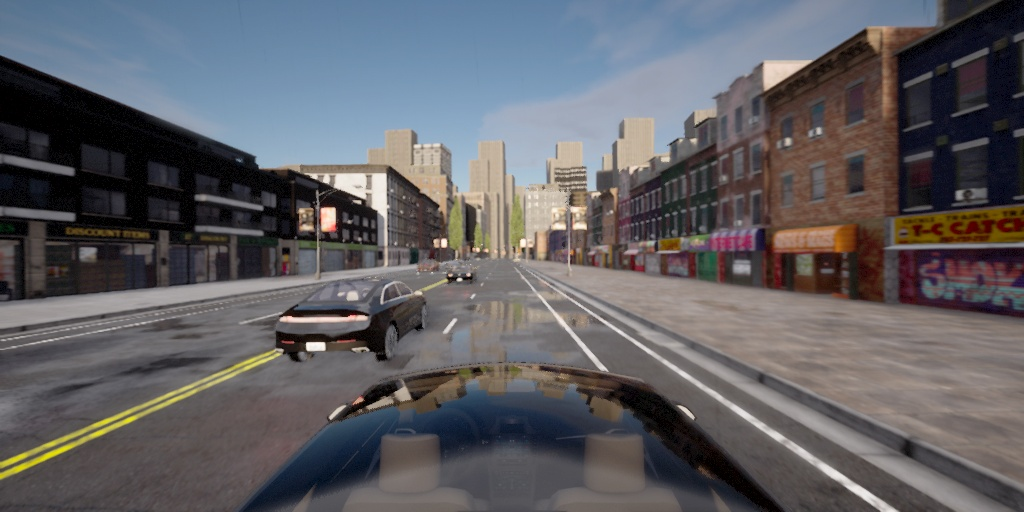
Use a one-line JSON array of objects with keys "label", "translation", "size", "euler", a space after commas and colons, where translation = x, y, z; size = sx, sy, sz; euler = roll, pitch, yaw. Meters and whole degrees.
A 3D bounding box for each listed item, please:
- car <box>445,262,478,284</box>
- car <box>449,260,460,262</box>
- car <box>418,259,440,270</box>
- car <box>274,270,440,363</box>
[{"label": "car", "translation": [-3.639, 1.334, 26.811], "size": [1.895, 1.301, 4.718], "euler": [-1, 0, -1]}, {"label": "car", "translation": [-7.400, 1.292, 46.179], "size": [1.812, 1.442, 4.674], "euler": [-1, 0, -1]}, {"label": "car", "translation": [-10.651, 1.197, 46.139], "size": [2.097, 1.767, 4.553], "euler": [-1, 0, -1]}, {"label": "car", "translation": [-3.249, 1.258, 8.263], "size": [2.128, 1.511, 4.902], "euler": [-1, 0, -1]}]
